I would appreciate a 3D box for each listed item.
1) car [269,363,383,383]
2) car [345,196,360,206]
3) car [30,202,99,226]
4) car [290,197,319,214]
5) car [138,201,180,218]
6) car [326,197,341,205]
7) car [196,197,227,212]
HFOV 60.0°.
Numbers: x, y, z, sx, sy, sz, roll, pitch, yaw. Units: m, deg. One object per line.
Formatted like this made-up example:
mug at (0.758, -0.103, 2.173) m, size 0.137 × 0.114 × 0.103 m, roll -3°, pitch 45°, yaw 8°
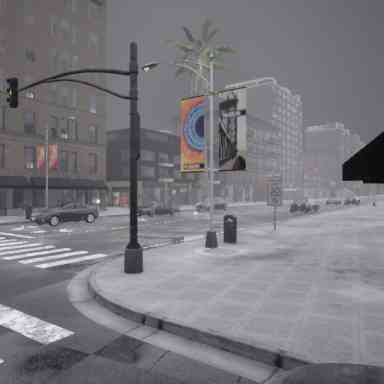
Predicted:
car at (2.218, 1.551, 1.268) m, size 4.403 × 1.369 × 2.008 m, roll 0°, pitch 0°, yaw 35°
car at (29.187, 1.506, 60.382) m, size 2.097 × 1.767 × 4.553 m, roll 0°, pitch 0°, yaw 33°
car at (-8.905, 1.520, 23.555) m, size 1.837 × 1.490 × 4.892 m, roll 0°, pitch 0°, yaw 35°
car at (12.519, 1.424, 36.708) m, size 2.097 × 1.767 × 4.553 m, roll 0°, pitch 0°, yaw 35°
car at (-3.286, 1.579, 31.536) m, size 2.033 × 1.411 × 5.357 m, roll 0°, pitch 0°, yaw 35°
car at (26.381, 1.710, 62.054) m, size 1.994 × 1.385 × 4.181 m, roll 0°, pitch 0°, yaw 35°
car at (2.361, 1.404, 39.546) m, size 2.097 × 1.767 × 4.553 m, roll 0°, pitch 0°, yaw 35°
